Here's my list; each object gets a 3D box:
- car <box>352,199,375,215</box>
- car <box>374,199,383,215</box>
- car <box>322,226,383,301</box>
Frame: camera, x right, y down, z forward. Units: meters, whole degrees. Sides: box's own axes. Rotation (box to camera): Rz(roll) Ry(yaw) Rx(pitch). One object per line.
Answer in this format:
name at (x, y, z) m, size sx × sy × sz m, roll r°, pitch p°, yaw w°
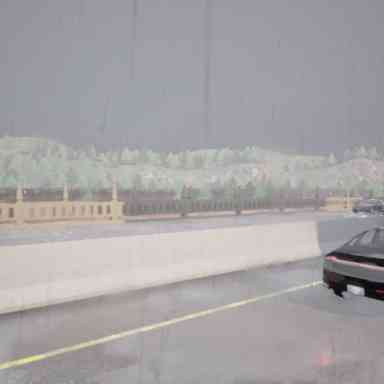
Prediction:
car at (18.524, 1.516, 34.450) m, size 4.892 × 1.490 × 1.837 m, roll 0°, pitch 0°, yaw -35°
car at (19.428, 1.501, 30.795) m, size 4.902 × 1.511 × 2.128 m, roll 0°, pitch 0°, yaw -35°
car at (4.827, 1.494, 7.205) m, size 4.902 × 1.511 × 2.128 m, roll 0°, pitch 0°, yaw -36°
